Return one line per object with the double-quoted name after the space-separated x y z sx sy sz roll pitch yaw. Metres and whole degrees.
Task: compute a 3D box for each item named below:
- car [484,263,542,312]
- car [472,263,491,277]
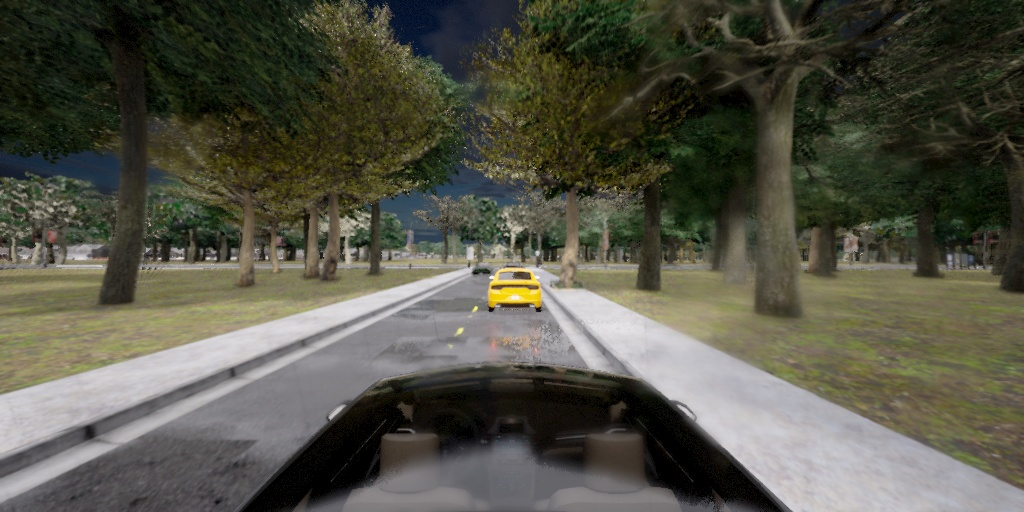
0.107 1.222 14.331 1.882 1.535 5.008 0 0 0 "car"
-2.828 1.343 35.293 1.895 1.301 4.718 0 0 0 "car"
